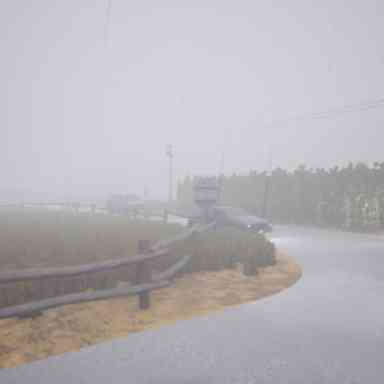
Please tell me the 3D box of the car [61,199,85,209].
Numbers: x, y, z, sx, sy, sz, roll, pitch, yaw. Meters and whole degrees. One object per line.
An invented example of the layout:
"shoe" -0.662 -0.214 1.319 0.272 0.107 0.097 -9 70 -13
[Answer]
"car" -15.131 1.559 42.191 1.895 1.301 4.718 0 0 -35

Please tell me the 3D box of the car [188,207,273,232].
"car" 1.855 1.506 18.045 2.033 1.411 5.357 0 0 -33

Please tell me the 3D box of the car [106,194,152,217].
"car" -5.495 1.177 28.515 2.150 2.045 5.566 0 1 -35
